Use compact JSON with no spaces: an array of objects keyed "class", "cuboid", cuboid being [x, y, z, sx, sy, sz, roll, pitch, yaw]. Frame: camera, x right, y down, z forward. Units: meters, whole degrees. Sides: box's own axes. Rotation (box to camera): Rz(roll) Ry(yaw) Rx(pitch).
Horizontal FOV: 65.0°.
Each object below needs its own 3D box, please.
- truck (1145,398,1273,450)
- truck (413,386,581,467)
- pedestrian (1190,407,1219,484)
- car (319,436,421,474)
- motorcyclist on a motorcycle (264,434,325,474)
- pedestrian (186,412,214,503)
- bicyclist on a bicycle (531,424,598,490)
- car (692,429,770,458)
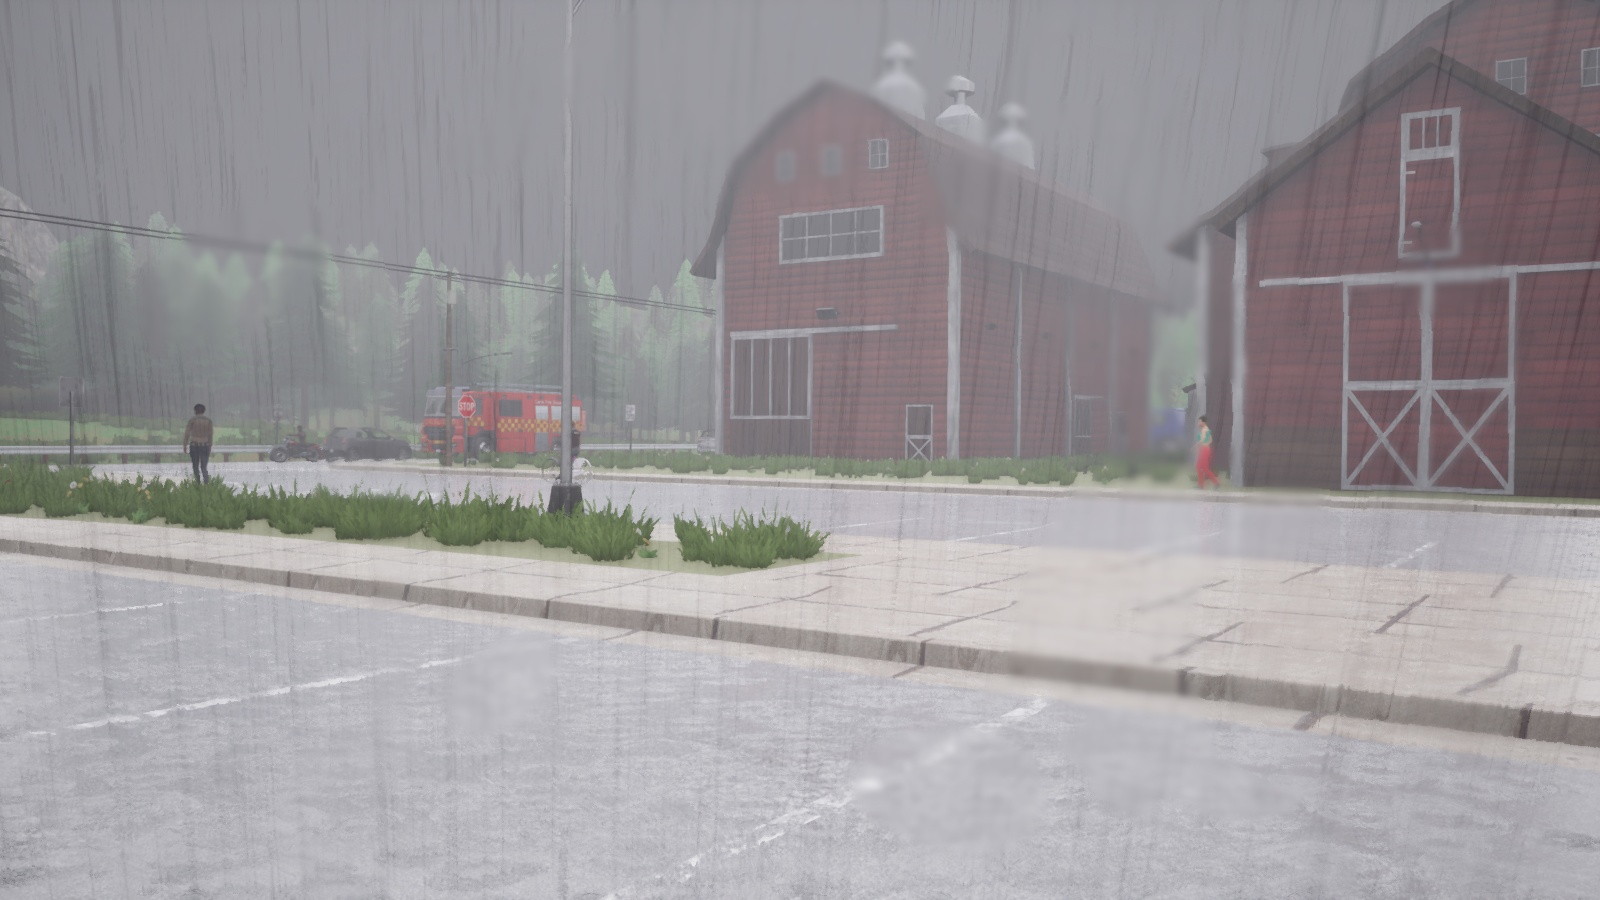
[{"class":"truck","cuboid":[28.263,-1.724,86.977,7.936,3.462,2.891,0,1,33]},{"class":"truck","cuboid":[-15.096,-1.162,63.388,2.891,3.827,8.468,0,1,34]},{"class":"pedestrian","cuboid":[9.691,-0.112,30.062,0.594,1.836,0.345,0,1,29]},{"class":"car","cuboid":[-18.029,0.188,52.780,1.845,1.501,3.633,0,1,34]},{"class":"motorcyclist on a motorcycle","cuboid":[-21.608,0.144,53.732,0.766,1.649,2.350,0,1,34]},{"class":"pedestrian","cuboid":[-12.122,0.150,25.352,0.328,1.805,0.869,-1,1,-37]},{"class":"bicyclist on a bicycle","cuboid":[-6.486,0.189,34.571,1.843,1.776,0.659,0,1,33]},{"class":"car","cuboid":[-3.994,-0.393,73.595,2.242,1.667,4.611,0,1,34]}]
